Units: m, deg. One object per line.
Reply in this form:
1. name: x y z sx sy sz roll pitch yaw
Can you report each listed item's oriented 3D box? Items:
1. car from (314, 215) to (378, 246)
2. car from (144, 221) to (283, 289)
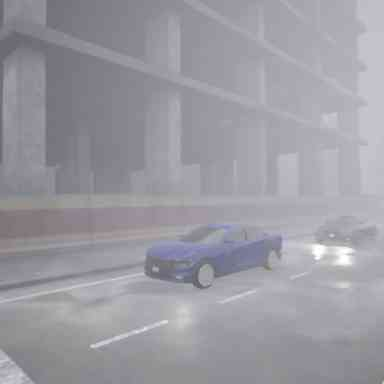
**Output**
1. car: 8.023 1.889 17.198 1.994 1.385 4.181 -2 -2 45
2. car: 0.860 1.687 10.072 5.008 1.535 1.882 1 -2 -45
